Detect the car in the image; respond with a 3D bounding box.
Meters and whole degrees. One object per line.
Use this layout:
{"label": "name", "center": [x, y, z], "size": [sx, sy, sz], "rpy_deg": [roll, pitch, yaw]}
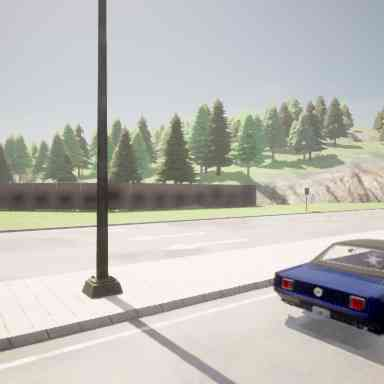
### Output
{"label": "car", "center": [3.829, 1.601, 6.478], "size": [4.718, 1.301, 1.895], "rpy_deg": [0, 0, -35]}
